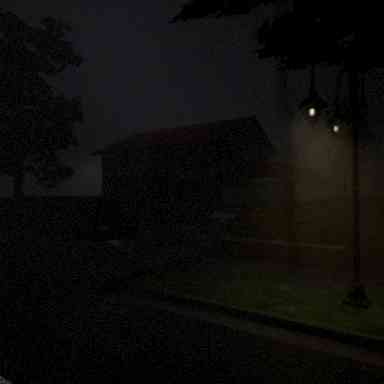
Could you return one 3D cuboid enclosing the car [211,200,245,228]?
[{"bbox_3d":[2.694,1.213,18.398,1.970,1.475,3.806,0,0,36],"label":"car"}]
